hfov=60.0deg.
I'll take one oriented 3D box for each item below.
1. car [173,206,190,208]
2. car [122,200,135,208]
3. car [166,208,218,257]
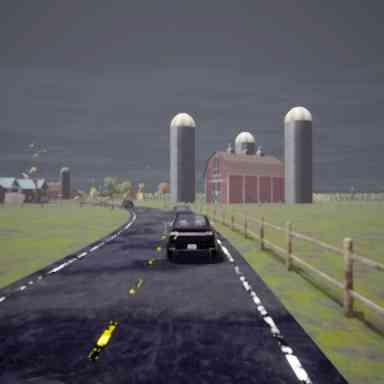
[{"bbox_3d":[-0.876,1.838,27.632,2.033,1.411,5.357,0,-1,-6],"label":"car"},{"bbox_3d":[-12.180,2.220,63.300,1.882,1.535,5.008,0,-1,-20],"label":"car"},{"bbox_3d":[-0.037,1.633,13.503,2.128,1.511,4.902,0,0,-1],"label":"car"}]
